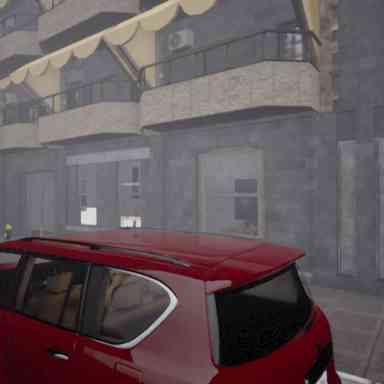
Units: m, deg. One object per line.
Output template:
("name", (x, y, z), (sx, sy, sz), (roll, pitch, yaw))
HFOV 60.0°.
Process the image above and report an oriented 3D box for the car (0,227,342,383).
("car", (-1.113, 1.314, 3.530), (5.009, 1.841, 2.192), (0, 0, 36))
